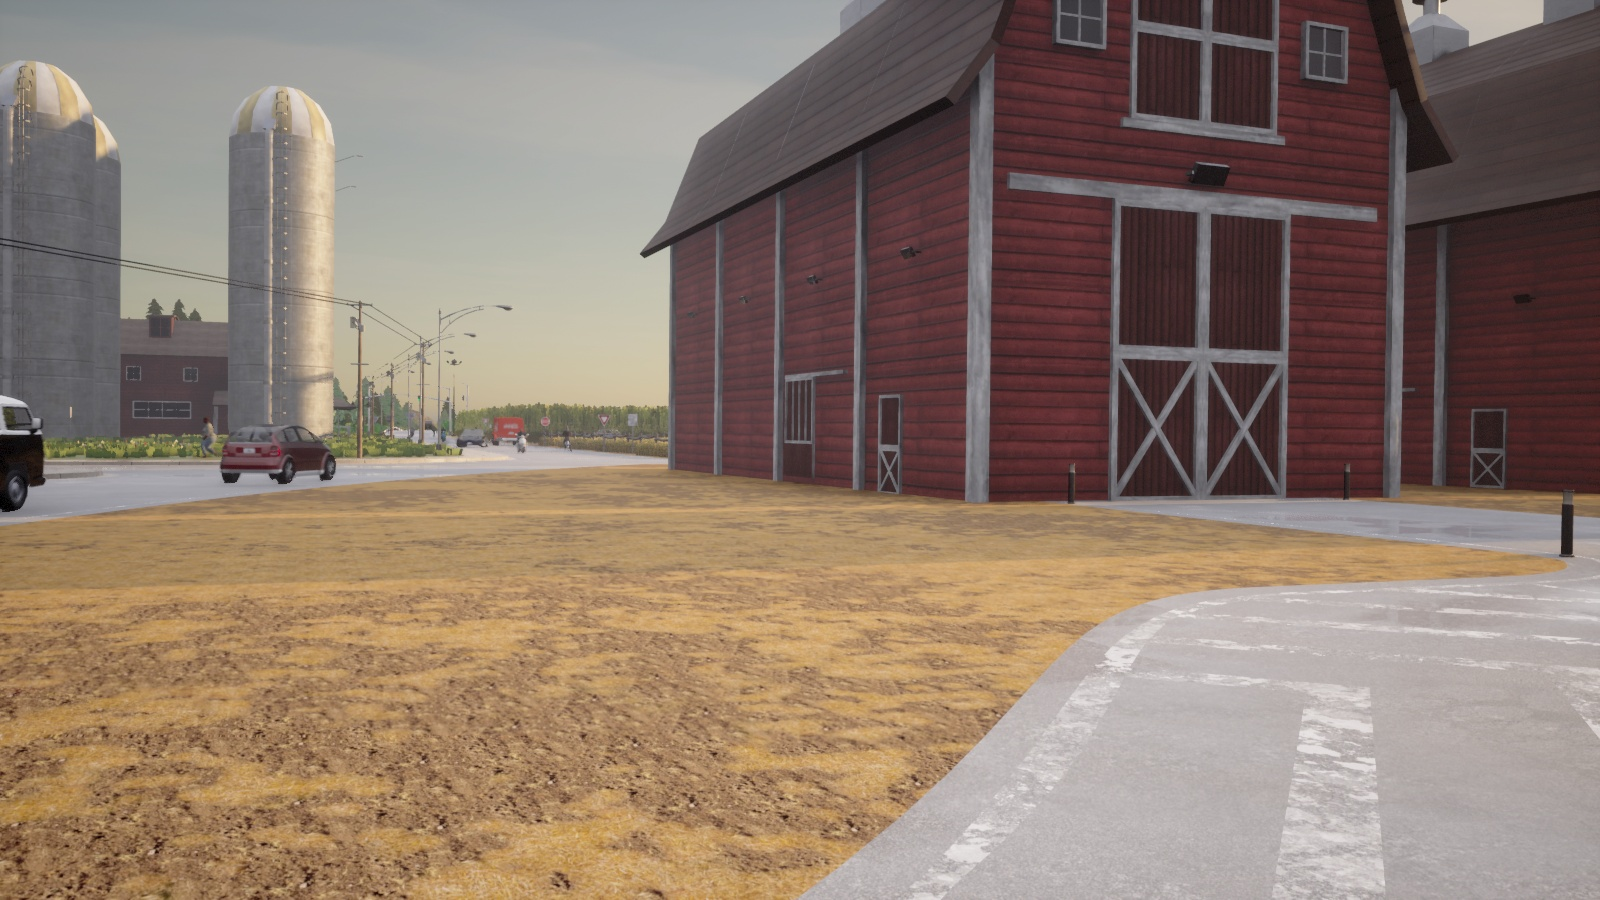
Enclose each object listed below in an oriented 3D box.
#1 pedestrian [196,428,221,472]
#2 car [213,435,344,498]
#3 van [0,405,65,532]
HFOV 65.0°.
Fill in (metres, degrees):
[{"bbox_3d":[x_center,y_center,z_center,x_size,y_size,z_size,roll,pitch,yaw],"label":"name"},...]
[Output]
[{"bbox_3d":[-24.844,-0.008,52.764,0.900,1.855,0.874,-1,1,-28],"label":"pedestrian"},{"bbox_3d":[-13.894,0.399,33.662,1.789,1.549,3.705,-1,1,3],"label":"car"},{"bbox_3d":[-13.824,0.314,19.807,2.069,2.038,4.480,-1,1,-4],"label":"van"}]
